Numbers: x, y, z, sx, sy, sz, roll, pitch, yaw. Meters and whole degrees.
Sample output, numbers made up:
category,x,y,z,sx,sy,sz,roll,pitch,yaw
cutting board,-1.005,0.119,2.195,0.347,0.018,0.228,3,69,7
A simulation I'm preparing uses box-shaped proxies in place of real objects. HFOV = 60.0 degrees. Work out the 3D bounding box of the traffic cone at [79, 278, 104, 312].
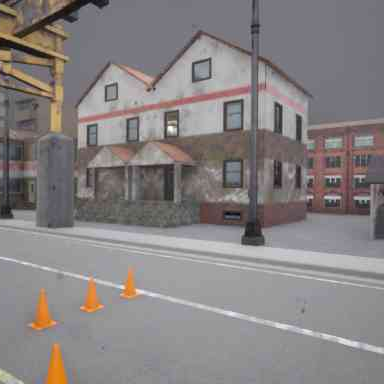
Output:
category,x,y,z,sx,sy,sz,roll,pitch,yaw
traffic cone,-1.931,1.949,6.417,0.340,0.580,0.340,0,0,36

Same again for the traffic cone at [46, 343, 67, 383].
category,x,y,z,sx,sy,sz,roll,pitch,yaw
traffic cone,-1.479,1.952,3.625,0.340,0.580,0.340,0,0,36

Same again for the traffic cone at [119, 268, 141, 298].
category,x,y,z,sx,sy,sz,roll,pitch,yaw
traffic cone,-1.346,1.949,7.228,0.340,0.580,0.340,0,0,36

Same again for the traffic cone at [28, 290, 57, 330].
category,x,y,z,sx,sy,sz,roll,pitch,yaw
traffic cone,-2.516,1.949,5.606,0.340,0.580,0.340,0,0,36
